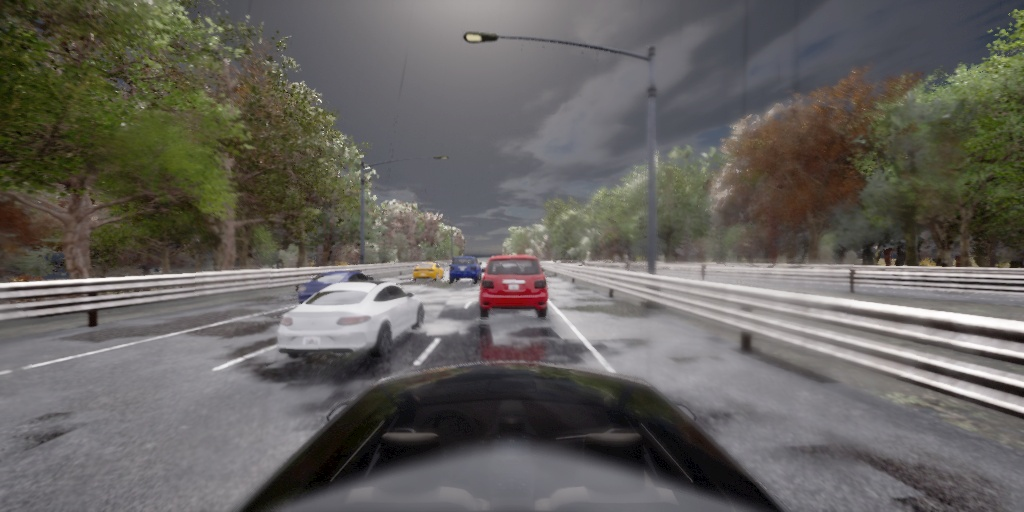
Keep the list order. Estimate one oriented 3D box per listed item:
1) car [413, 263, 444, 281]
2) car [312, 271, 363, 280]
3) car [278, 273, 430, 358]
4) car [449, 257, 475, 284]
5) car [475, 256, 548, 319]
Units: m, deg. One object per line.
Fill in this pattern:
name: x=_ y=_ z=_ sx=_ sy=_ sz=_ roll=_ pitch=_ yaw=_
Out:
car: x=-7.201 y=1.348 z=31.307 sx=1.882 sy=1.535 sz=5.008 roll=0 pitch=0 yaw=-1
car: x=-6.970 y=1.325 z=14.970 sx=1.812 sy=1.442 sz=4.674 roll=0 pitch=0 yaw=0
car: x=-3.427 y=1.300 z=8.435 sx=1.812 sy=1.442 sz=4.674 roll=0 pitch=0 yaw=0
car: x=-3.650 y=1.078 z=28.737 sx=2.150 sy=2.045 sz=5.566 roll=0 pitch=0 yaw=-1
car: x=0.049 y=1.011 z=13.130 sx=2.150 sy=2.045 sz=5.566 roll=0 pitch=0 yaw=0
